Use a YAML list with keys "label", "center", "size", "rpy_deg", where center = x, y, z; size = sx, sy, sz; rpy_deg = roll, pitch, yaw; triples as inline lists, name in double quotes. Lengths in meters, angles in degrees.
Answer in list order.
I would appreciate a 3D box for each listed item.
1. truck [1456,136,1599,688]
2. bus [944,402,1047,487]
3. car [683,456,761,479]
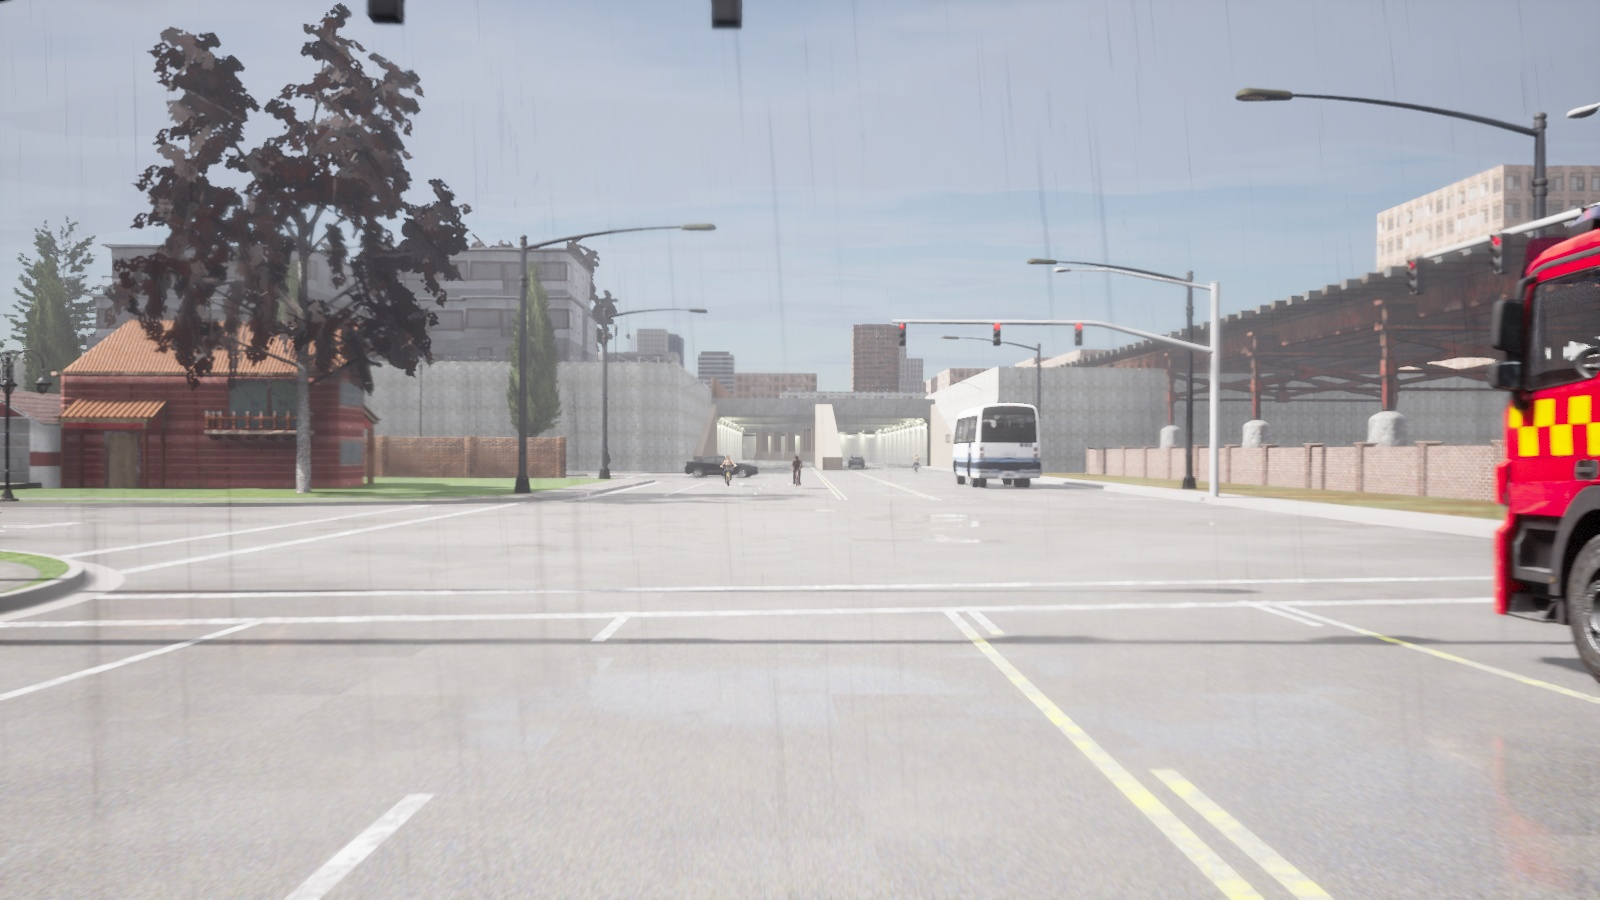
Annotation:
- label: "truck"
  center: [6.948, -0.297, 6.405]
  size: [2.891, 3.827, 8.468]
  rpy_deg: [0, -1, 1]
- label: "bus"
  center: [10.334, -0.266, 67.680]
  size: [3.944, 4.253, 10.273]
  rpy_deg: [0, 0, 0]
- label: "car"
  center: [-5.241, 1.183, 85.014]
  size: [5.008, 1.535, 1.882]
  rpy_deg: [0, 0, 8]
